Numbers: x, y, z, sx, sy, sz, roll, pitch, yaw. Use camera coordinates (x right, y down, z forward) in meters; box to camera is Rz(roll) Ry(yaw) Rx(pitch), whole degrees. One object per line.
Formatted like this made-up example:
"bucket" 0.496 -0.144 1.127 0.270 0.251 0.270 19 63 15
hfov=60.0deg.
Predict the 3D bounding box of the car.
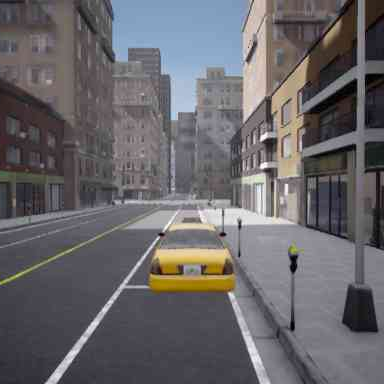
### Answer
"car" 0.004 1.445 8.841 1.801 1.575 5.366 0 0 0
